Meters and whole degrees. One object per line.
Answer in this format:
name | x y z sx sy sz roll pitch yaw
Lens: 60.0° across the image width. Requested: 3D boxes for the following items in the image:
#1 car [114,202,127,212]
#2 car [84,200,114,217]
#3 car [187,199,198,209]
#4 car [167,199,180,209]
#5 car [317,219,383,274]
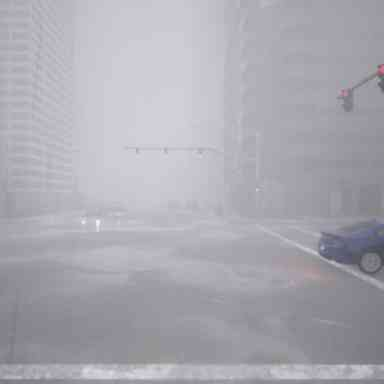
car | -10.600 2.132 47.636 1.812 1.442 4.674 0 -1 0
car | -10.608 1.981 37.377 1.837 1.490 4.892 0 -1 0
car | 0.088 2.134 61.501 2.097 1.767 4.553 0 -1 0
car | -3.416 2.134 61.500 2.097 1.767 4.553 0 -1 0
car | 6.583 1.612 10.485 5.008 1.535 1.882 0 -1 0
